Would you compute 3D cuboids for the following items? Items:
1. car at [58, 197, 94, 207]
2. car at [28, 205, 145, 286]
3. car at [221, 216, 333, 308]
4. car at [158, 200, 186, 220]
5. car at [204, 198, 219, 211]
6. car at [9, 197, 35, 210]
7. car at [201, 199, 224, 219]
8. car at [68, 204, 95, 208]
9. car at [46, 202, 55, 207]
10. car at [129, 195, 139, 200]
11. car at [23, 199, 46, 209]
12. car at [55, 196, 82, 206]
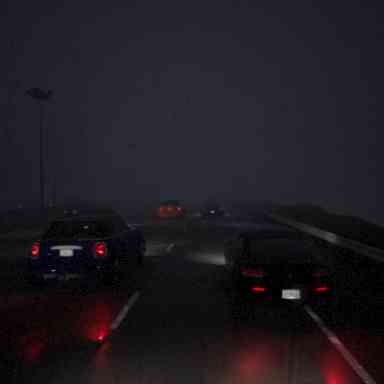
[{"bbox_3d":[-8.831,1.602,27.608,2.097,1.767,4.553,-1,0,3],"label":"car"},{"bbox_3d":[-2.794,1.434,9.842,2.097,1.767,4.553,-1,0,3],"label":"car"},{"bbox_3d":[1.743,1.512,7.746,1.812,1.442,4.674,-1,0,3],"label":"car"},{"bbox_3d":[-1.713,1.464,29.623,2.097,1.767,4.553,-1,0,3],"label":"car"},{"bbox_3d":[2.549,1.587,43.219,1.812,1.442,4.674,-1,0,3],"label":"car"},{"bbox_3d":[-28.439,1.940,56.198,2.150,2.045,5.566,-1,0,4],"label":"car"},{"bbox_3d":[1.800,1.605,29.471,1.994,1.385,4.181,-1,0,3],"label":"car"},{"bbox_3d":[-5.691,1.674,20.791,1.837,1.490,4.892,-1,0,3],"label":"car"},{"bbox_3d":[-21.524,2.177,54.726,1.895,1.301,4.718,-1,0,4],"label":"car"},{"bbox_3d":[-15.987,1.531,91.663,2.097,1.767,4.553,-1,0,3],"label":"car"},{"bbox_3d":[-25.031,2.247,54.467,1.895,1.301,4.718,-1,0,4],"label":"car"},{"bbox_3d":[-18.241,1.722,51.089,2.150,2.045,5.566,-1,0,4],"label":"car"}]
